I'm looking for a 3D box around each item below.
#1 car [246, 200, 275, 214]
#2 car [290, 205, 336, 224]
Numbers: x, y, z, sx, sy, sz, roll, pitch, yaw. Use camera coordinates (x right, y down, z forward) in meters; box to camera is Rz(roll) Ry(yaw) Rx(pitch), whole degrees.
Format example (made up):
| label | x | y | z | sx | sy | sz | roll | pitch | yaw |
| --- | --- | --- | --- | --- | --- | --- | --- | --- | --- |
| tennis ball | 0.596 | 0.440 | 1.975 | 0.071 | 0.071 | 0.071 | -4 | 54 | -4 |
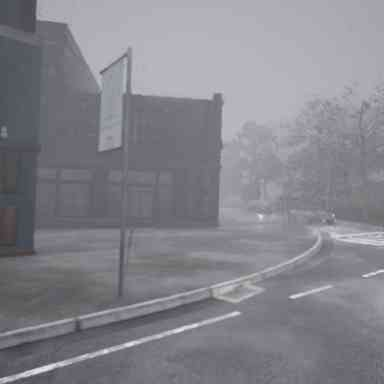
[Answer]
| label | x | y | z | sx | sy | sz | roll | pitch | yaw |
| --- | --- | --- | --- | --- | --- | --- | --- | --- | --- |
| car | 7.833 | 1.717 | 38.612 | 1.837 | 1.490 | 4.892 | 2 | -1 | -13 |
| car | 9.380 | 1.735 | 26.051 | 1.895 | 1.301 | 4.718 | 2 | 0 | -2 |
